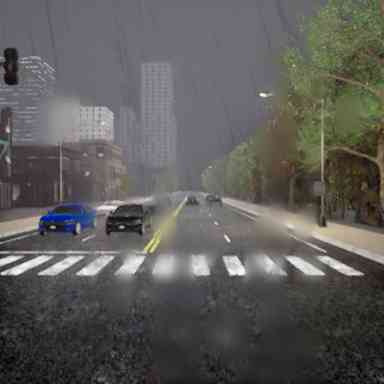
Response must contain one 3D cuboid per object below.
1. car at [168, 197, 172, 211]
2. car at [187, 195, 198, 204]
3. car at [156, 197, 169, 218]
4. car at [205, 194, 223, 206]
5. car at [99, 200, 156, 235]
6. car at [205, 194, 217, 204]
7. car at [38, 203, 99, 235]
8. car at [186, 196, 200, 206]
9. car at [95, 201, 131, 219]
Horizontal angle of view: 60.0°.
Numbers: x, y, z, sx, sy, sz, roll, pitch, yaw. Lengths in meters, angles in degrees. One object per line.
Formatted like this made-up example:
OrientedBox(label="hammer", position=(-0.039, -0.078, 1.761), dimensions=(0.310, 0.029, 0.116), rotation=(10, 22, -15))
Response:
OrientedBox(label="car", position=(-3.326, 1.287, 38.252), dimensions=(2.128, 1.511, 4.902), rotation=(0, 0, 0))
OrientedBox(label="car", position=(0.026, 1.288, 58.390), dimensions=(1.895, 1.301, 4.718), rotation=(0, 0, 0))
OrientedBox(label="car", position=(-3.337, 1.413, 28.277), dimensions=(1.994, 1.385, 4.181), rotation=(0, 0, 0))
OrientedBox(label="car", position=(3.367, 1.235, 48.178), dimensions=(2.128, 1.511, 4.902), rotation=(0, 0, 0))
OrientedBox(label="car", position=(-3.343, 1.380, 18.314), dimensions=(1.882, 1.535, 5.008), rotation=(0, 0, 0))
OrientedBox(label="car", position=(3.276, 1.165, 58.343), dimensions=(1.882, 1.535, 5.008), rotation=(0, 0, 0))
OrientedBox(label="car", position=(-6.601, 1.380, 18.195), dimensions=(1.882, 1.535, 5.008), rotation=(0, 0, -1))
OrientedBox(label="car", position=(0.118, 1.292, 47.897), dimensions=(2.033, 1.411, 5.357), rotation=(0, 0, 0))
OrientedBox(label="car", position=(-6.587, 1.450, 28.243), dimensions=(1.895, 1.301, 4.718), rotation=(0, 0, 0))
